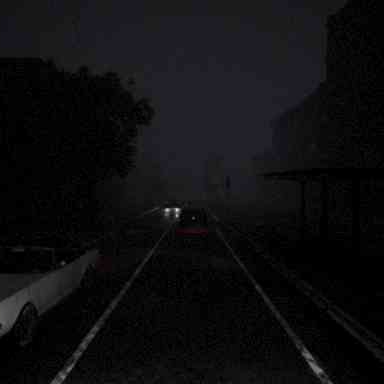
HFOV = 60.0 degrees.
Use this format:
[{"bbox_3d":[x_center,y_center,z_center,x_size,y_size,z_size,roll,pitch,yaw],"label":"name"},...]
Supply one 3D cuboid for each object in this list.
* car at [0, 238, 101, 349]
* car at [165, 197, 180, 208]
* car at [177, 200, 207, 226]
[{"bbox_3d":[-3.321,1.660,6.477,1.895,1.301,4.718,0,-1,0],"label":"car"},{"bbox_3d":[-2.944,1.597,51.272,1.837,1.490,4.892,0,0,1],"label":"car"},{"bbox_3d":[0.118,1.642,25.153,1.882,1.535,5.008,0,0,0],"label":"car"}]
